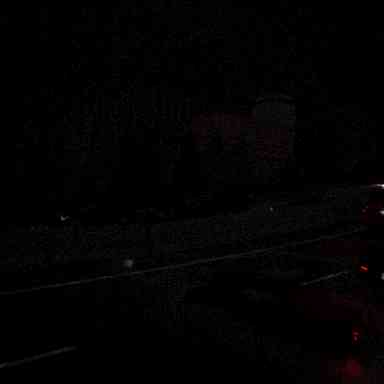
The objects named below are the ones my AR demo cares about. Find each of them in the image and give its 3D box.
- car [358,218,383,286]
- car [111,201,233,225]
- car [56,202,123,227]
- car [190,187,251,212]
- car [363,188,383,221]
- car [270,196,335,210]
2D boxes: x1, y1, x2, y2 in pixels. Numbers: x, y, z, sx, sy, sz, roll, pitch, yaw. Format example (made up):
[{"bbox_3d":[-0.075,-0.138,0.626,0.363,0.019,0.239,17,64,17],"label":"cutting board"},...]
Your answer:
[{"bbox_3d":[5.715,1.411,7.793,4.674,1.442,1.812,-2,1,-35],"label":"car"},{"bbox_3d":[-0.860,1.442,16.155,5.357,1.411,2.033,-2,1,-34],"label":"car"},{"bbox_3d":[-5.984,1.406,21.121,5.008,1.535,1.882,-2,1,-35],"label":"car"},{"bbox_3d":[2.308,0.692,26.957,5.566,2.045,2.150,-5,3,-35],"label":"car"},{"bbox_3d":[10.021,0.731,15.115,5.566,2.045,2.150,-5,3,-35],"label":"car"},{"bbox_3d":[7.278,0.995,21.881,4.718,1.301,1.895,-5,3,-35],"label":"car"}]
